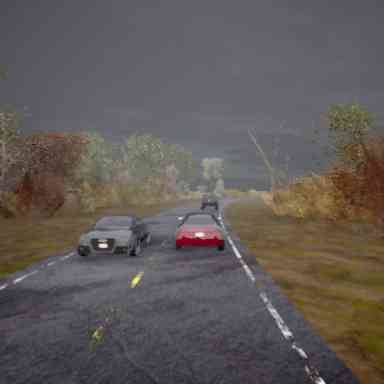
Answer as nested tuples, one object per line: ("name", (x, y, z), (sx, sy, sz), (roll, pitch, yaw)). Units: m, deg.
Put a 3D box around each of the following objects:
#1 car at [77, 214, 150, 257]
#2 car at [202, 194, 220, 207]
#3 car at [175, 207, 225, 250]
("car", (-2.841, 1.567, 12.863), (1.994, 1.385, 4.181), (0, 0, 2))
("car", (2.540, 1.277, 45.599), (2.150, 2.045, 5.566), (0, 0, 6))
("car", (0.363, 1.578, 14.564), (1.994, 1.385, 4.181), (0, 0, 2))
